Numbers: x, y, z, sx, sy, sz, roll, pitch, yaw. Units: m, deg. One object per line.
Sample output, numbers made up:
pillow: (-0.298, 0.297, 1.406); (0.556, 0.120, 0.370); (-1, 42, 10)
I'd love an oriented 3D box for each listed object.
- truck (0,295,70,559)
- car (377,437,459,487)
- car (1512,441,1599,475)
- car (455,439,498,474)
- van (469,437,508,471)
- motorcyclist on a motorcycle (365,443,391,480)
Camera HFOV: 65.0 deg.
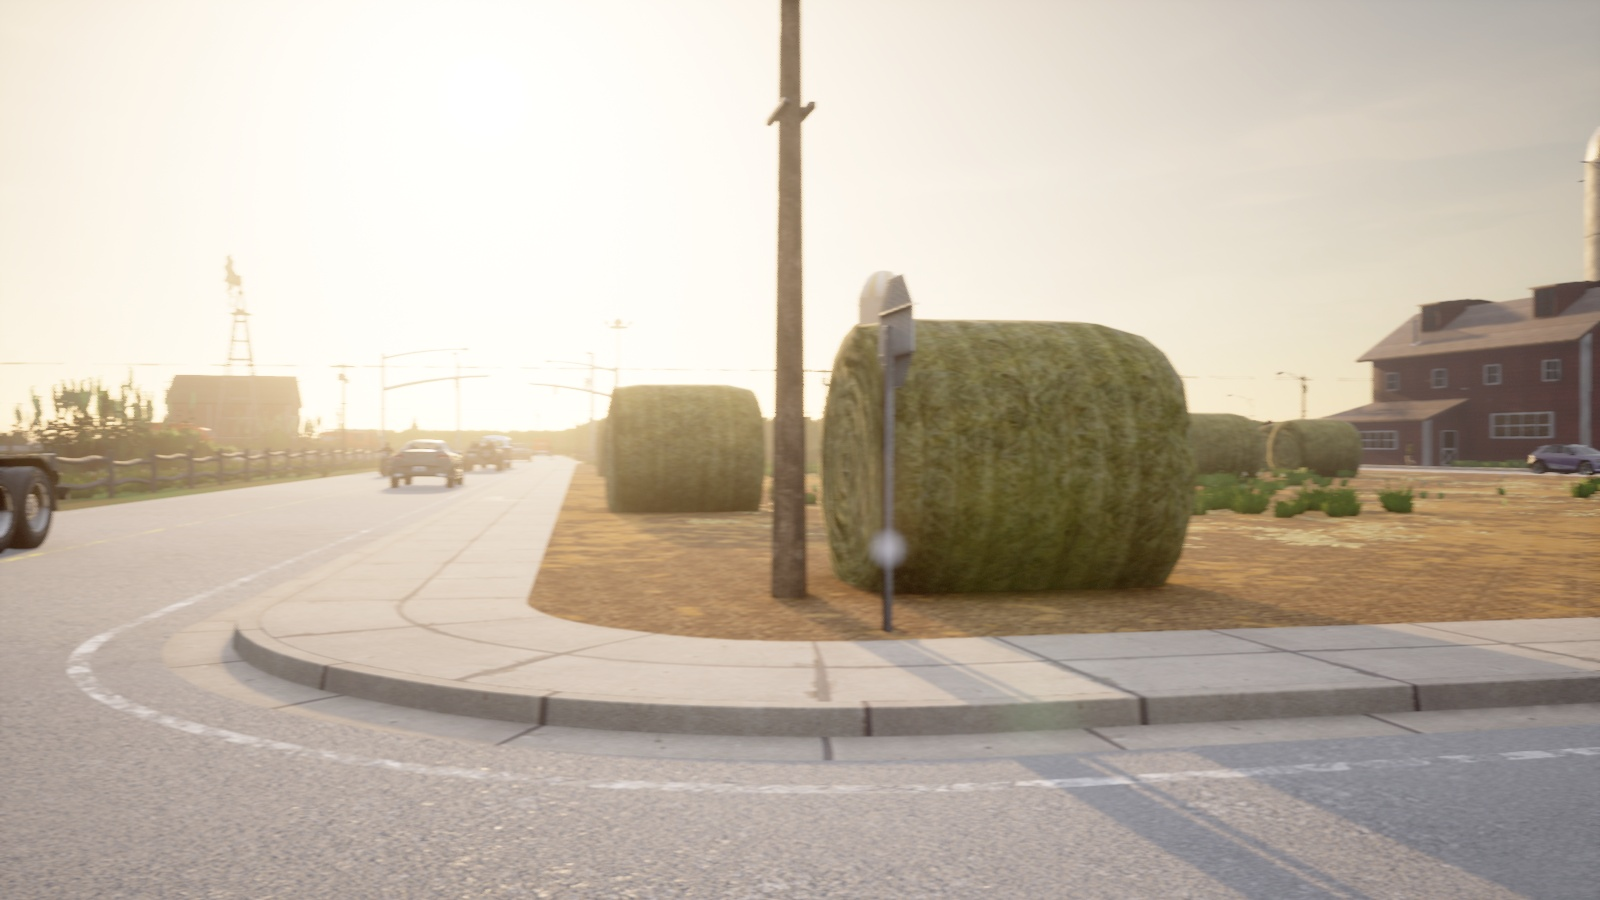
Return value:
truck: (-11.623, -0.293, 14.578); (2.891, 3.462, 7.936); (0, 0, -10)
car: (-13.337, 0.378, 44.148); (2.152, 1.651, 5.027); (0, 0, -10)
car: (38.845, 0.368, 63.587); (2.033, 1.649, 4.856); (0, 0, -14)
car: (-17.844, 0.346, 69.438); (1.932, 1.855, 4.605); (0, 0, -10)
van: (-19.571, 0.227, 79.124); (2.069, 2.038, 4.480); (0, 0, -10)
motorcyclist on a motorcycle: (-19.232, 0.521, 57.277); (0.766, 1.649, 2.350); (0, 0, -10)
